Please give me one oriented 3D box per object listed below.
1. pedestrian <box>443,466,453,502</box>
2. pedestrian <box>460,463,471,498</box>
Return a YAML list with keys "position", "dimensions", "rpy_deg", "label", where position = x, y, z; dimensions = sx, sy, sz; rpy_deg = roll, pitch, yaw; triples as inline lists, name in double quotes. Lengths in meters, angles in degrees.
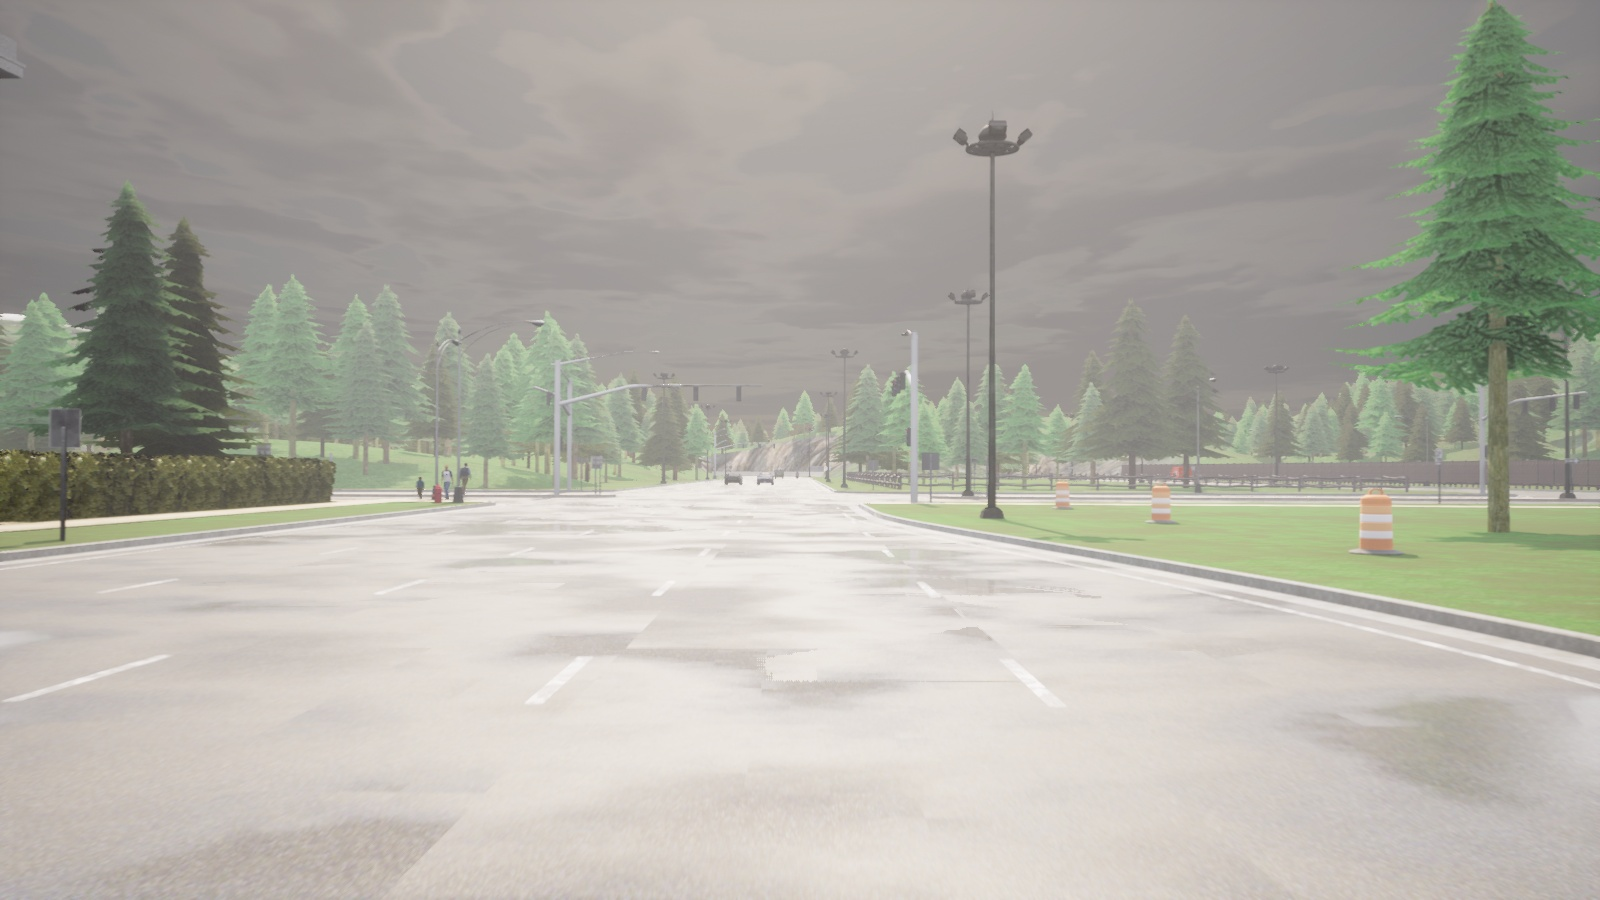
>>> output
- position: [-18.140, 1.758, 64.641]
  dimensions: [0.354, 1.836, 0.706]
  rpy_deg: [0, -1, -3]
  label: "pedestrian"
- position: [-19.004, 1.742, 71.332]
  dimensions: [0.423, 1.949, 0.788]
  rpy_deg: [0, -1, 2]
  label: "pedestrian"
